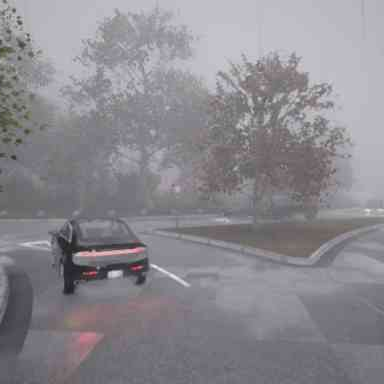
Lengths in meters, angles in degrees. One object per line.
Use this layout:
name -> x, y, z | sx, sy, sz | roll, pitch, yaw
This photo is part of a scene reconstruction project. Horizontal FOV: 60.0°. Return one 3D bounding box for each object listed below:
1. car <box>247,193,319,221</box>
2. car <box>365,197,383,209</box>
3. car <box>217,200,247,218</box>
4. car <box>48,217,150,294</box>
car -> 7.285, 1.090, 25.558 | 5.566, 2.045, 2.150 | 0, 0, -30
car -> 24.800, 1.445, 45.060 | 1.837, 1.490, 4.892 | 1, 0, 33
car -> 4.759, 1.388, 27.816 | 5.357, 1.411, 2.033 | 0, 0, -29
car -> -2.612, 1.419, 8.818 | 2.128, 1.511, 4.902 | 0, 1, -27
